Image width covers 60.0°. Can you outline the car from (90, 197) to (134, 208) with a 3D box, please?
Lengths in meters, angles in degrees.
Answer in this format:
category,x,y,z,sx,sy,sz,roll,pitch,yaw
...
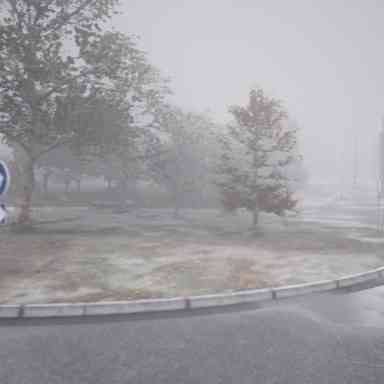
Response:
category,x,y,z,sx,sy,sz,roll,pitch,yaw
car,-10.011,1.332,41.870,5.357,1.411,2.033,1,0,-15
